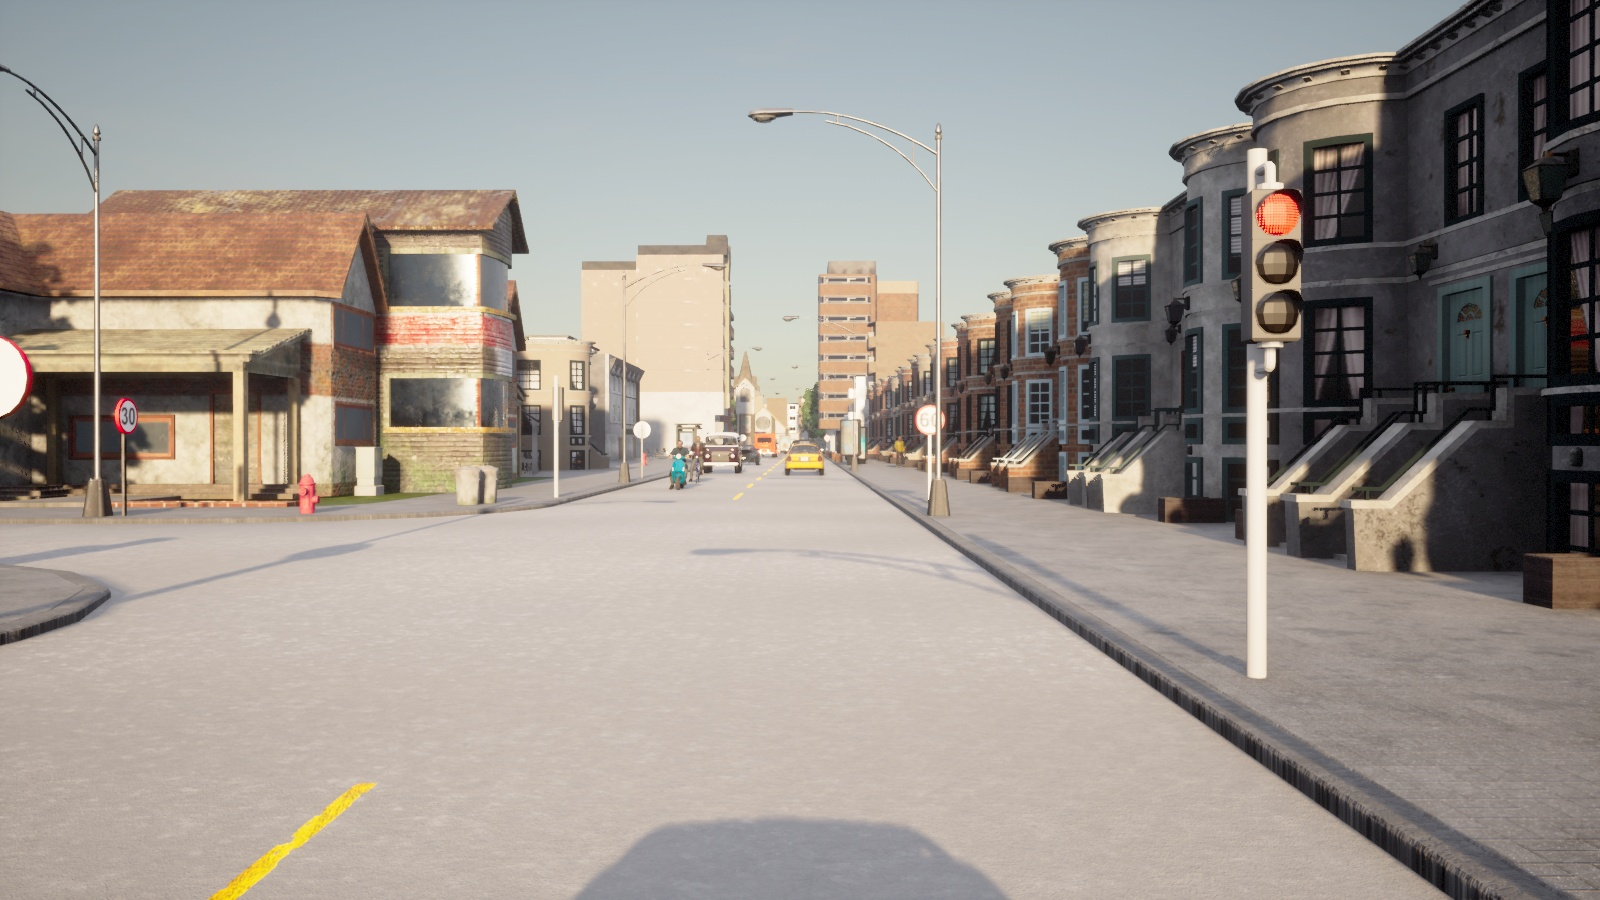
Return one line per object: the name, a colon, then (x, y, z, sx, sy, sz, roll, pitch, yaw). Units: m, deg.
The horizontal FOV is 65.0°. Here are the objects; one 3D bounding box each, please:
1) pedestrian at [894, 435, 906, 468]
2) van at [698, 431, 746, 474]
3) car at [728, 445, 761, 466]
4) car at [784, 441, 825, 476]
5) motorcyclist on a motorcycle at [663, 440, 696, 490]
pedestrian: (5.533, 0.069, 69.314, 0.431, 1.840, 0.709, 0, 0, -14)
van: (-3.781, 0.120, 61.392, 2.069, 2.038, 4.480, 0, 0, 0)
car: (-3.697, 0.332, 84.209, 1.994, 1.385, 4.181, 0, 0, 0)
car: (0.211, 0.352, 59.172, 1.801, 1.575, 5.366, 0, 0, 0)
motorcyclist on a motorcycle: (-3.856, 0.469, 40.343, 0.866, 1.590, 1.817, 0, 0, 0)
